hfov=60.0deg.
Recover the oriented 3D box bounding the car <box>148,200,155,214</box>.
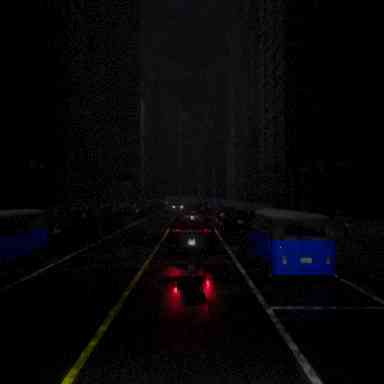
[{"bbox_3d":[-5.767,1.922,37.913,2.008,1.369,4.403,0,-1,0],"label":"car"}]

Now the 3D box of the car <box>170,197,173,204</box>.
[{"bbox_3d":[-5.772,2.299,71.567,1.802,1.307,4.206,0,-1,0],"label":"car"}]

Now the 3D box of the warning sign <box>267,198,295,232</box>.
[{"bbox_3d":[5.063,1.299,18.979,1.300,1.860,1.060,0,-1,0],"label":"warning sign"}]

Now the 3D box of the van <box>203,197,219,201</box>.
[{"bbox_3d":[2.758,1.768,43.540,1.690,1.788,3.998,0,-1,0],"label":"van"}]

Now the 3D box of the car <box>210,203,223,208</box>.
[{"bbox_3d":[2.760,1.825,26.711,1.947,1.339,4.313,0,-1,0],"label":"car"}]

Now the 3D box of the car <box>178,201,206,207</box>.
[{"bbox_3d":[0.000,1.793,29.305,1.837,1.490,4.892,0,0,0],"label":"car"}]

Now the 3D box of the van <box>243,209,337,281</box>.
[{"bbox_3d":[2.763,1.436,9.887,1.690,1.788,3.998,0,-1,0],"label":"van"}]

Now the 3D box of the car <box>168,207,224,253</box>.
[{"bbox_3d":[0.002,1.630,14.300,2.128,1.511,4.902,0,0,0],"label":"car"}]

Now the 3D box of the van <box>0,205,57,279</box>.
[{"bbox_3d":[-5.762,1.436,9.868,1.690,1.788,3.998,0,-1,0],"label":"van"}]

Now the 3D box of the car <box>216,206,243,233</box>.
[{"bbox_3d":[2.761,1.770,21.102,1.947,1.339,4.313,0,-1,0],"label":"car"}]

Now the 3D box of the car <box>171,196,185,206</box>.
[{"bbox_3d":[-3.010,2.197,71.804,1.882,1.535,5.008,0,-1,0],"label":"car"}]

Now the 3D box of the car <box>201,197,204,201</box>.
[{"bbox_3d":[2.757,1.924,49.148,1.967,1.590,4.097,0,-1,0],"label":"car"}]

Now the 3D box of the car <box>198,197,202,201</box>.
[{"bbox_3d":[2.753,2.299,71.581,1.802,1.307,4.206,0,-1,0],"label":"car"}]

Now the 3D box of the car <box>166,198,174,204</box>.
[{"bbox_3d":[-5.775,2.337,88.396,1.967,1.590,4.097,0,-1,0],"label":"car"}]

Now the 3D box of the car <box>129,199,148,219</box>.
[{"bbox_3d":[-5.766,1.755,32.305,1.967,1.590,4.097,0,-1,0],"label":"car"}]

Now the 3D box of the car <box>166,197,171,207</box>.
[{"bbox_3d":[-5.771,2.208,65.958,2.008,1.369,4.403,0,-1,0],"label":"car"}]

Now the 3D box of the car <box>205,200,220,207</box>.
[{"bbox_3d":[2.758,1.916,37.929,1.887,1.381,4.507,0,-1,0],"label":"car"}]

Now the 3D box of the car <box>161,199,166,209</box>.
[{"bbox_3d":[-5.769,2.107,54.740,1.947,1.339,4.313,0,-1,0],"label":"car"}]

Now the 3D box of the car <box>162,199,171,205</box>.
[{"bbox_3d":[-5.773,2.300,77.007,1.752,1.417,4.829,0,-1,0],"label":"car"}]

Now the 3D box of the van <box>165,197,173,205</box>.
[{"bbox_3d":[-5.774,2.178,82.788,1.690,1.788,3.998,0,-1,0],"label":"van"}]

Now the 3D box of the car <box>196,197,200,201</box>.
[{"bbox_3d":[2.752,2.092,77.193,2.192,1.841,5.009,0,-1,0],"label":"car"}]

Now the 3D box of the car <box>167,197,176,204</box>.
[{"bbox_3d":[-5.775,2.273,94.006,2.192,1.841,5.009,0,-1,0],"label":"car"}]

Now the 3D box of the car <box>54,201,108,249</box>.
[{"bbox_3d":[-5.763,1.464,15.478,2.192,1.841,5.009,0,-1,0],"label":"car"}]

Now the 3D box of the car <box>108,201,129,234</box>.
[{"bbox_3d":[-5.764,1.519,21.087,2.192,1.841,5.009,0,-1,0],"label":"car"}]

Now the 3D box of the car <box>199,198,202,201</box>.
[{"bbox_3d":[2.755,2.165,60.364,1.947,1.339,4.313,0,-1,0],"label":"car"}]

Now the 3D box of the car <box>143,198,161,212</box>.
[{"bbox_3d":[-5.767,1.742,43.524,2.192,1.841,5.009,0,-1,0],"label":"car"}]
